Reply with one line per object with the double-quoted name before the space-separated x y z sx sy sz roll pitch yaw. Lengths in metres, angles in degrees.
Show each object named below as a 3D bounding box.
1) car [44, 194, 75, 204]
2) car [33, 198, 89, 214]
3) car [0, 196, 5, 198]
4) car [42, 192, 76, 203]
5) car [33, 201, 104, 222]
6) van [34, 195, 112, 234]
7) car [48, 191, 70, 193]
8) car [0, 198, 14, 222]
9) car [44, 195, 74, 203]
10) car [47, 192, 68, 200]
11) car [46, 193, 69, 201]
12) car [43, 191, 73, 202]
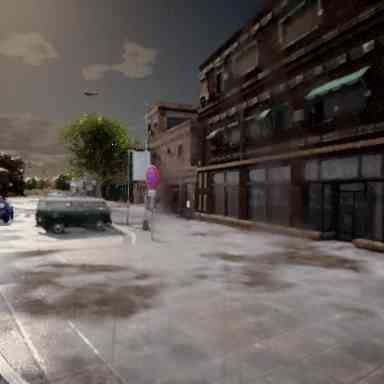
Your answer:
"car" -23.424 1.226 58.905 4.553 1.767 2.185 2 0 -43
"car" -14.307 1.555 36.619 5.366 1.575 1.946 2 0 -43
"car" -31.390 1.309 53.951 1.994 1.385 4.181 1 0 -22
"car" -25.757 1.053 64.404 5.566 2.045 2.435 2 0 -43
"car" -10.520 1.637 28.573 5.366 1.575 1.946 2 -1 -43
"van" -7.012 1.386 20.268 4.442 1.987 1.878 2 -1 -43
"car" -22.269 1.250 56.135 4.553 1.767 2.185 2 0 -43
"car" -15.569 1.550 26.685 1.882 1.535 5.008 1 0 -23
"car" -24.612 1.367 61.658 4.674 1.452 2.002 2 -1 -43
"car" -34.960 1.029 86.624 4.553 1.767 2.185 2 0 -43
"car" -31.551 1.077 78.274 4.553 1.767 2.185 2 -1 -43
"car" -29.231 0.989 72.725 5.566 2.045 2.435 2 0 -43
